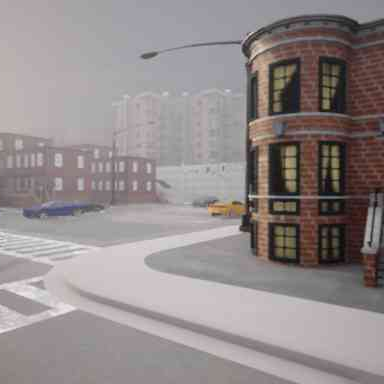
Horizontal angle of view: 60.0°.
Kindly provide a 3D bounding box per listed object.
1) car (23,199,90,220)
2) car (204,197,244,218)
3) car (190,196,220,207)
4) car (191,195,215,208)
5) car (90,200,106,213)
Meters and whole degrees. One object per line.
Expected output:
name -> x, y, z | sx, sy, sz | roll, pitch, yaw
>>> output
car -> -11.330, 1.393, 27.502 | 1.882, 1.535, 5.008 | 0, 0, 36
car -> 3.478, 1.428, 29.858 | 1.882, 1.535, 5.008 | 0, 0, 36
car -> 2.116, 1.451, 52.221 | 2.033, 1.411, 5.357 | 0, 0, 36
car -> 1.859, 1.265, 45.917 | 2.097, 1.767, 4.553 | 0, 0, 36
car -> -11.298, 1.451, 33.569 | 2.033, 1.411, 5.357 | 0, 0, 36
